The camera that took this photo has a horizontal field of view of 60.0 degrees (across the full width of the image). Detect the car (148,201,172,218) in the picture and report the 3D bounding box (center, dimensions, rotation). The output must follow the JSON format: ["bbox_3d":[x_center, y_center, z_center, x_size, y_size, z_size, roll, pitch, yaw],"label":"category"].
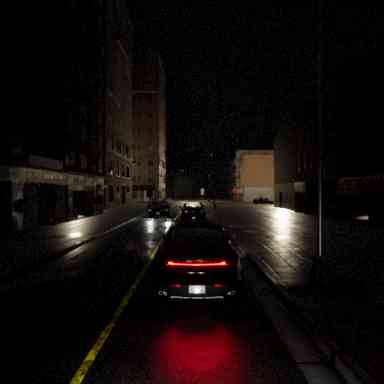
[{"bbox_3d":[-2.829,1.526,30.175,1.812,1.442,4.674,0,0,0],"label":"car"}]

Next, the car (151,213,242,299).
[{"bbox_3d":[0.102,1.505,8.404,1.837,1.490,4.892,0,0,0],"label":"car"}]

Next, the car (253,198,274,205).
[{"bbox_3d":[13.224,1.693,60.627,4.313,1.339,1.947,0,-1,0],"label":"car"}]

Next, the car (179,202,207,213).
[{"bbox_3d":[0.101,1.492,24.184,2.128,1.511,4.902,0,0,0],"label":"car"}]
